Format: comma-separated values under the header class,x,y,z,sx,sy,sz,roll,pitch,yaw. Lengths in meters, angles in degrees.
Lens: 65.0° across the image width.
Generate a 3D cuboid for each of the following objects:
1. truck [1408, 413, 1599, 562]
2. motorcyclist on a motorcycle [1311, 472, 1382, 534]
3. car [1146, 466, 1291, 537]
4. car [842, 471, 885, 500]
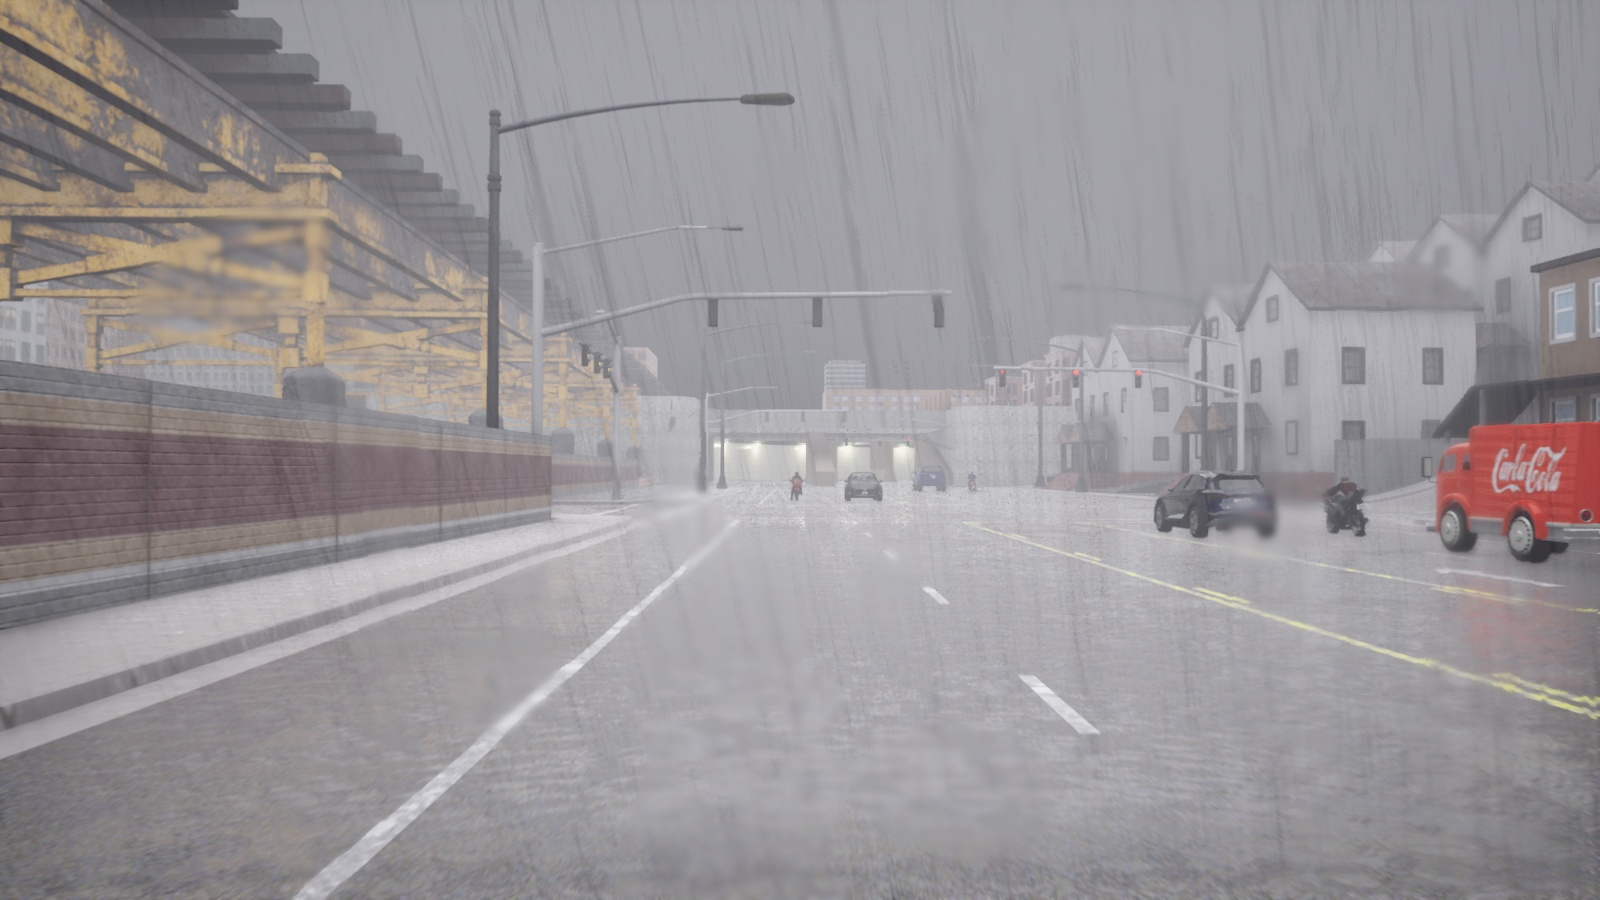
class,x,y,z,sx,sy,sz,roll,pitch,yaw
truck,13.946,0.664,23.438,2.627,2.467,5.204,0,-1,0
motorcyclist on a motorcycle,13.892,1.330,31.997,0.866,1.530,2.191,0,-1,1
car,10.429,1.234,31.710,2.033,1.649,4.856,0,-1,0
car,3.348,1.870,67.023,2.007,1.525,4.514,0,-1,0
